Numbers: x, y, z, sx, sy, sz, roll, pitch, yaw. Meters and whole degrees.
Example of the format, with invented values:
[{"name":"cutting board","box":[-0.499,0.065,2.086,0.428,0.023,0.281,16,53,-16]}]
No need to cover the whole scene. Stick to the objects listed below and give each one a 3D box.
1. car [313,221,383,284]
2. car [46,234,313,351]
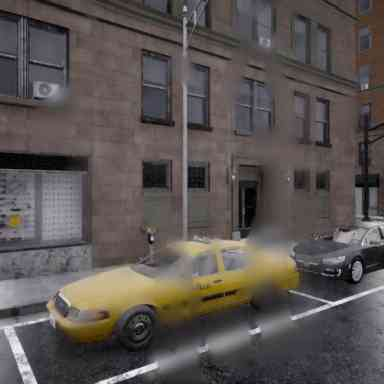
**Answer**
[{"name":"car","box":[4.602,1.550,9.459,4.403,1.369,2.008,0,0,-35]},{"name":"car","box":[-0.033,1.525,6.161,4.829,1.417,1.752,0,0,-35]}]
